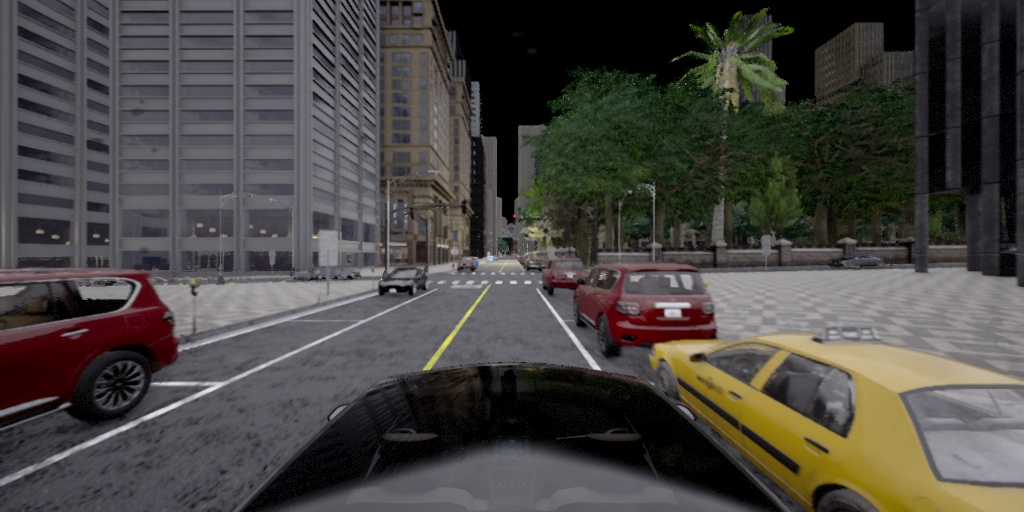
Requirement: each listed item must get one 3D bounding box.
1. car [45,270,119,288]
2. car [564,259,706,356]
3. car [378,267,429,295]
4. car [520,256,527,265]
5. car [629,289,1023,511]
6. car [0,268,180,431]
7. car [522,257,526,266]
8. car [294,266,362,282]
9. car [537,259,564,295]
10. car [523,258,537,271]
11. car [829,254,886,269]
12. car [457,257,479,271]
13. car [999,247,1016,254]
[{"bbox_3d":[-37.906,2.018,31.705,4.181,1.385,1.994,-1,0,0],"label":"car"},{"bbox_3d":[2.762,1.059,8.543,2.192,1.841,5.009,0,0,0],"label":"car"},{"bbox_3d":[-5.764,1.298,19.535,1.948,1.339,4.313,0,0,0],"label":"car"},{"bbox_3d":[2.758,1.089,56.918,1.967,1.591,4.097,0,0,0],"label":"car"},{"bbox_3d":[2.762,1.274,3.226,1.751,1.417,4.829,0,0,0],"label":"car"},{"bbox_3d":[-5.763,1.065,3.070,2.192,1.841,5.009,0,0,0],"label":"car"},{"bbox_3d":[2.759,1.245,51.497,1.802,1.307,4.207,0,0,0],"label":"car"},{"bbox_3d":[-16.176,1.579,31.596,5.357,1.411,2.033,-1,0,0],"label":"car"},{"bbox_3d":[2.761,1.046,19.518,2.192,1.841,5.009,0,0,0],"label":"car"},{"bbox_3d":[2.759,1.242,46.077,1.948,1.339,4.313,0,0,0],"label":"car"},{"bbox_3d":[33.088,0.513,34.457,4.181,1.385,1.994,-1,0,0],"label":"car"},{"bbox_3d":[-5.766,0.992,46.096,2.192,1.841,5.009,0,0,0],"label":"car"},{"bbox_3d":[49.228,-0.227,34.295,5.357,1.411,2.033,-1,0,0],"label":"car"}]
